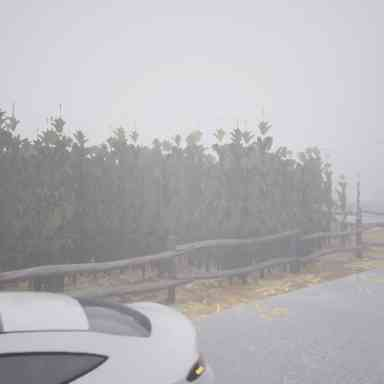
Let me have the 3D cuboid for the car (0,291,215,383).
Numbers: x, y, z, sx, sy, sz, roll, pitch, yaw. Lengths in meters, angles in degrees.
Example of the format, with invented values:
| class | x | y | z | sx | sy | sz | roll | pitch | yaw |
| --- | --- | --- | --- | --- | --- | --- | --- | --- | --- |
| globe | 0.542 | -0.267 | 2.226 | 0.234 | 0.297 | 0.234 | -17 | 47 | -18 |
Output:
| class | x | y | z | sx | sy | sz | roll | pitch | yaw |
| --- | --- | --- | --- | --- | --- | --- | --- | --- | --- |
| car | -1.962 | 1.526 | 2.077 | 4.674 | 1.442 | 1.812 | 0 | 0 | -36 |
